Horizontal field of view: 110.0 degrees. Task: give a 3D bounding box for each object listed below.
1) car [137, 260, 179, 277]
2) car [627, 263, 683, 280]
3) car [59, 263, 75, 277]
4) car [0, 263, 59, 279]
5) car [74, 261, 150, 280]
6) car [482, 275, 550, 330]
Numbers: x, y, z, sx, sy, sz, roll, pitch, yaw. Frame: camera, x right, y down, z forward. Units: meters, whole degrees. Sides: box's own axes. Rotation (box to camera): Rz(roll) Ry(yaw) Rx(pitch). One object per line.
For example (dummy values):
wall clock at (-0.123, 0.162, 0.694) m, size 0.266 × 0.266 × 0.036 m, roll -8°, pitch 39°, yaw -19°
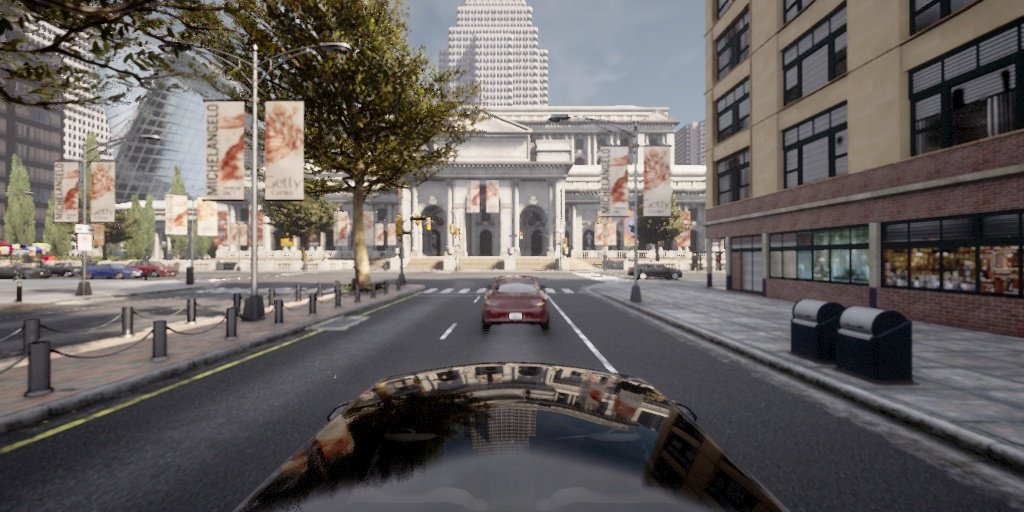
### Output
car at (-37.364, 1.282, 37.119) m, size 4.553 × 1.767 × 2.097 m, roll 0°, pitch 0°, yaw 0°
car at (13.204, 1.418, 33.159) m, size 4.892 × 1.490 × 1.837 m, roll 0°, pitch 0°, yaw 1°
car at (-46.319, 1.421, 37.143) m, size 4.902 × 1.511 × 2.128 m, roll 0°, pitch 0°, yaw 0°
car at (-46.151, 1.476, 33.635) m, size 4.181 × 1.385 × 1.994 m, roll 0°, pitch 0°, yaw -1°
car at (-37.391, 1.438, 33.623) m, size 4.674 × 1.442 × 1.812 m, roll 0°, pitch 0°, yaw 0°
car at (0.116, 1.324, 11.173) m, size 1.812 × 1.442 × 4.674 m, roll 0°, pitch 0°, yaw 1°
